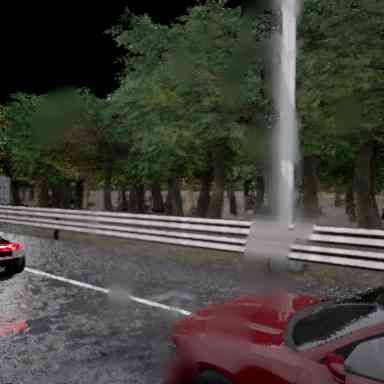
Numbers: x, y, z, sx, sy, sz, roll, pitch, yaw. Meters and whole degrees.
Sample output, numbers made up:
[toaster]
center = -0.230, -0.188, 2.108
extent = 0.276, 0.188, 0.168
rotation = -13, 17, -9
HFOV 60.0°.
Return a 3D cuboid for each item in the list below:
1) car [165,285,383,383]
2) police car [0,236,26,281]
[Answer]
[car]
center = 2.036, 1.481, 2.541
extent = 5.008, 1.535, 1.882
rotation = 1, 0, 36
[police car]
center = -6.345, 1.418, 8.393
extent = 4.974, 1.542, 2.038
rotation = 1, 0, 35
